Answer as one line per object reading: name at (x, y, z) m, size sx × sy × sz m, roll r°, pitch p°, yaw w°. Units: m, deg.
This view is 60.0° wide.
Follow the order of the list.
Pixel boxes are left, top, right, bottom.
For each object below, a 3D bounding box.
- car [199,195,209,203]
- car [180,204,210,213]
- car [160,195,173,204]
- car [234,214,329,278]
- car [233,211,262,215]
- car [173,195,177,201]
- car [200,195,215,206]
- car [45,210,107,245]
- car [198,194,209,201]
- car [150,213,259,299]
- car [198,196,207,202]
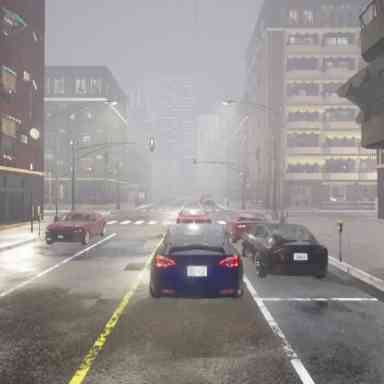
car at (2.567, 1.491, 70.753) m, size 1.967 × 1.590 × 4.097 m, roll 1°, pitch 0°, yaw 0°
car at (0.086, 1.607, 19.911) m, size 1.895 × 1.301 × 4.718 m, roll 0°, pitch 0°, yaw 0°
car at (-5.330, 1.595, 65.052) m, size 2.008 × 1.369 × 4.403 m, roll 1°, pitch 0°, yaw 0°
car at (2.572, 1.568, 9.957) m, size 1.947 × 1.339 × 4.313 m, roll 1°, pitch 0°, yaw 0°
car at (2.572, 1.549, 15.628) m, size 1.887 × 1.381 × 4.507 m, roll 1°, pitch 0°, yaw 0°
car at (-5.316, 1.621, 87.810) m, size 1.887 × 1.381 × 4.507 m, roll 1°, pitch 0°, yaw 0°
car at (2.698, 1.576, 53.684) m, size 1.887 × 1.381 × 4.507 m, roll 1°, pitch 0°, yaw 0°
car at (-5.275, 1.549, 15.599) m, size 1.887 × 1.381 × 4.507 m, roll 1°, pitch 0°, yaw 0°
car at (2.602, 1.357, 63.630) m, size 2.192 × 1.841 × 5.009 m, roll 1°, pitch 0°, yaw 0°
car at (0.100, 1.506, 8.496) m, size 2.163 × 1.488 × 4.792 m, roll 0°, pitch 0°, yaw 0°
car at (2.565, 1.633, 82.132) m, size 1.947 × 1.339 × 4.313 m, roll 1°, pitch 0°, yaw 0°
